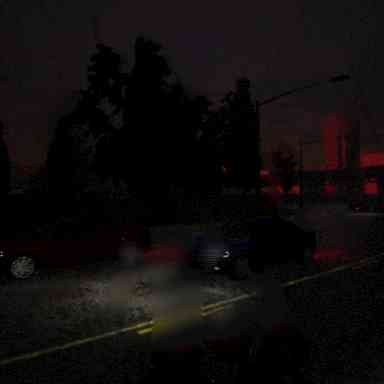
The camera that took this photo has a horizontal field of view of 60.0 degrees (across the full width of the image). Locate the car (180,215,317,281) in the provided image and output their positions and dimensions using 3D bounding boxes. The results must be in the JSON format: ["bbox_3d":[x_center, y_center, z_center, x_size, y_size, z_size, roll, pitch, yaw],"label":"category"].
[{"bbox_3d":[1.901,1.515,10.222,5.008,1.535,1.882,1,0,-41],"label":"car"}]

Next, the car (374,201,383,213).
[{"bbox_3d":[25.887,2.044,44.841,1.837,1.490,4.892,0,-1,13],"label":"car"}]

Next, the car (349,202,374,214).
[{"bbox_3d":[21.984,2.044,43.735,1.837,1.490,4.892,0,-1,15],"label":"car"}]

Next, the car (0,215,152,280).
[{"bbox_3d":[-3.627,1.503,10.229,5.008,1.535,1.882,0,0,-38],"label":"car"}]
